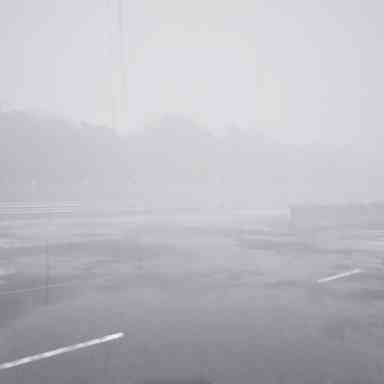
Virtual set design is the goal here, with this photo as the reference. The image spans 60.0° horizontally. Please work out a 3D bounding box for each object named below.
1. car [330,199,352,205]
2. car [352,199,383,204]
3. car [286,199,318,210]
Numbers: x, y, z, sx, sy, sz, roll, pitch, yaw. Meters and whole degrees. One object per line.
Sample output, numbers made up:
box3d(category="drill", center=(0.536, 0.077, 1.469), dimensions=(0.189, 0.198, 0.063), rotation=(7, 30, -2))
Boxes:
box3d(category="car", center=(17.640, 1.494, 38.198), dimensions=(4.674, 1.442, 1.812), rotation=(0, 0, -36))
box3d(category="car", center=(19.318, 1.534, 35.097), dimensions=(4.718, 1.301, 1.895), rotation=(0, 0, -36))
box3d(category="car", center=(13.003, 1.477, 39.171), dimensions=(4.181, 1.385, 1.994), rotation=(1, 2, -35))
